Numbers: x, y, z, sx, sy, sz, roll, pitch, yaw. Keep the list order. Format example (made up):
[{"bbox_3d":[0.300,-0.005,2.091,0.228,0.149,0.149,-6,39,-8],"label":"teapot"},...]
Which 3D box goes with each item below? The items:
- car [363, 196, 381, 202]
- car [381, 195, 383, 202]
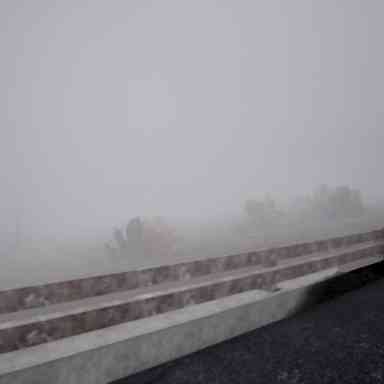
[{"bbox_3d":[44.196,1.810,82.618,1.895,1.301,4.718,0,0,1],"label":"car"},{"bbox_3d":[47.692,1.566,82.433,2.097,1.767,4.553,0,0,1],"label":"car"}]
